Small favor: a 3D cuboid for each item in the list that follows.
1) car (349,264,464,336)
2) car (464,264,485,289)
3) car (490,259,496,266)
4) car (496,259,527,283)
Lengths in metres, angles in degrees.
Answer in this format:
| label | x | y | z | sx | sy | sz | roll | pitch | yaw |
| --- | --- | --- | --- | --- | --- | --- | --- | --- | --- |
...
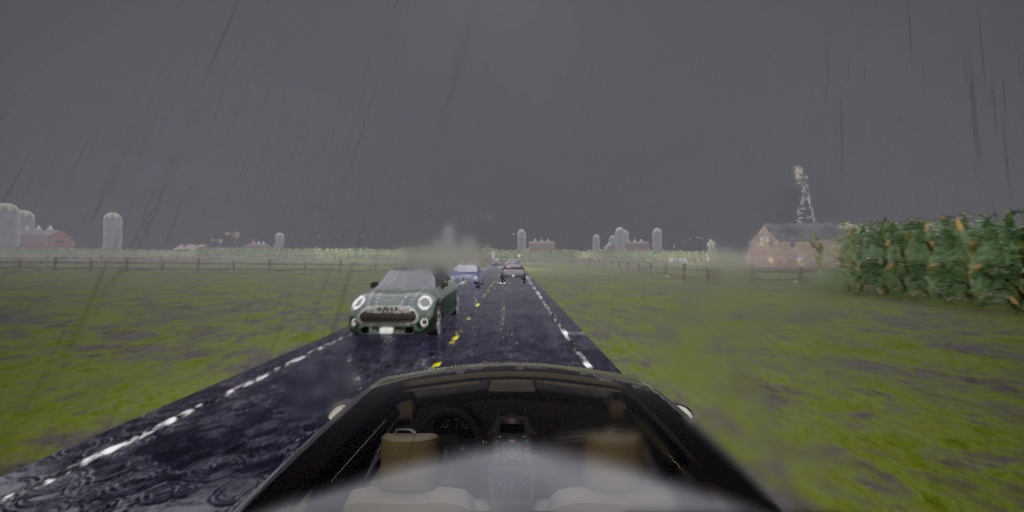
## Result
| label | x | y | z | sx | sy | sz | roll | pitch | yaw |
| --- | --- | --- | --- | --- | --- | --- | --- | --- | --- |
| car | -2.843 | 1.090 | 10.391 | 2.097 | 1.767 | 4.553 | 0 | 0 | 0 |
| car | -2.805 | 1.245 | 23.055 | 1.812 | 1.442 | 4.674 | 0 | 0 | 0 |
| car | -2.790 | 1.189 | 65.311 | 1.994 | 1.385 | 4.181 | 0 | 0 | 1 |
| car | 0.093 | 1.203 | 27.766 | 2.128 | 1.511 | 4.902 | 0 | 0 | 0 |
